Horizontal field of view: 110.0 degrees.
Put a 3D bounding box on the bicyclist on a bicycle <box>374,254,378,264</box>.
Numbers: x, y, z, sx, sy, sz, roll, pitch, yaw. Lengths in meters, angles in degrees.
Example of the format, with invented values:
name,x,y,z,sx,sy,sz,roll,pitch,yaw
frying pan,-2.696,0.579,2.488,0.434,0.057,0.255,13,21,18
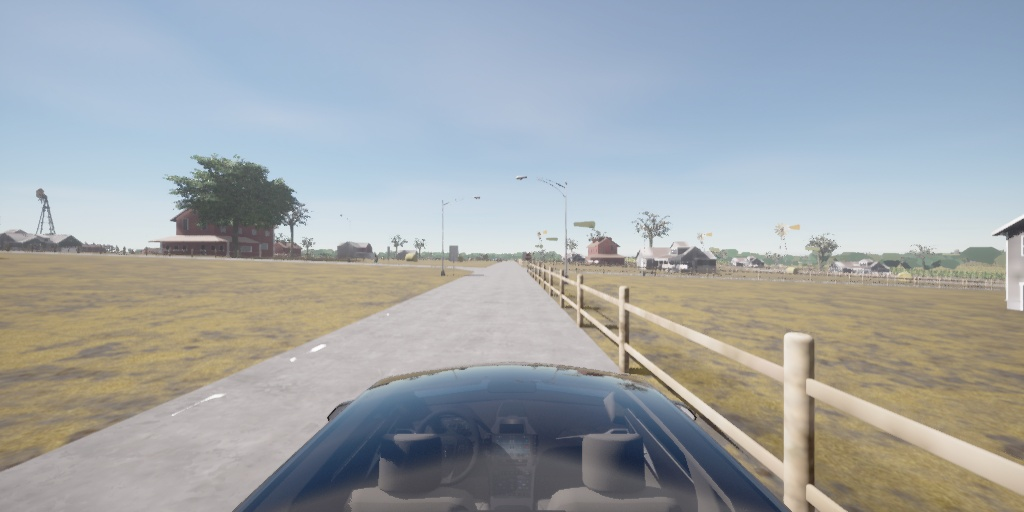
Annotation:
name,x,y,z,sx,sy,sz,roll,pitch,yaw
bicyclist on a bicycle,-22.620,0.509,59.585,0.582,1.620,1.656,2,0,0
